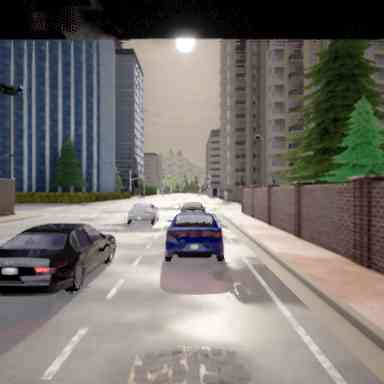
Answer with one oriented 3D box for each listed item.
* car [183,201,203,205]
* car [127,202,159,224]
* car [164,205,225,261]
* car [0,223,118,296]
[{"bbox_3d":[0.074,1.443,24.214,1.837,1.490,4.892,0,0,0],"label":"car"},{"bbox_3d":[-3.430,1.466,23.878,1.812,1.442,4.674,0,0,0],"label":"car"},{"bbox_3d":[0.078,1.447,12.161,1.882,1.535,5.008,0,0,0],"label":"car"},{"bbox_3d":[-3.408,1.526,8.743,2.033,1.411,5.357,0,0,0],"label":"car"}]
